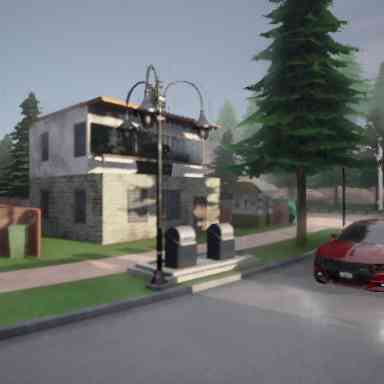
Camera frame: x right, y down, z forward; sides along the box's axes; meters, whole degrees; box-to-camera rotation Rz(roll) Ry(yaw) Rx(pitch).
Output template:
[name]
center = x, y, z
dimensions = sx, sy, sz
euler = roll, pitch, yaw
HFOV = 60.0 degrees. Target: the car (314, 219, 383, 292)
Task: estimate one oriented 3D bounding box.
[car]
center = 5.013, 1.499, 8.889
dimensions = 1.882, 1.535, 5.008
euler = 0, 0, 44
